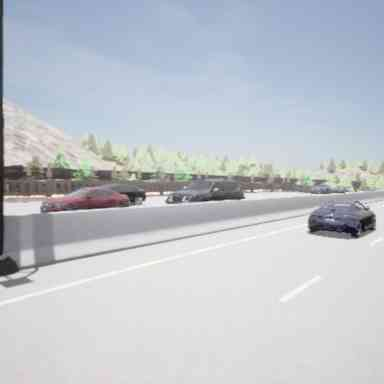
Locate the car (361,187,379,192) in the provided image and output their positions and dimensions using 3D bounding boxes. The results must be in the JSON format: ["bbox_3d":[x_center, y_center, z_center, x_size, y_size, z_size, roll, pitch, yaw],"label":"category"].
[{"bbox_3d":[26.983,-0.001,50.274,2.128,1.511,4.902,4,2,40],"label":"car"}]

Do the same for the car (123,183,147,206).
[{"bbox_3d":[-5.300,0.186,22.427,1.882,1.535,5.008,4,4,40],"label":"car"}]

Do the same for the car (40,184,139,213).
[{"bbox_3d":[-5.258,0.502,16.983,1.812,1.442,4.674,4,4,39],"label":"car"}]

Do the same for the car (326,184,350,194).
[{"bbox_3d":[22.450,-0.148,50.285,1.994,1.385,4.181,4,2,40],"label":"car"}]

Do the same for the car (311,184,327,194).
[{"bbox_3d":[21.103,-0.542,54.115,2.097,1.767,4.553,4,2,40],"label":"car"}]

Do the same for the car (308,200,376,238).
[{"bbox_3d":[6.717,1.040,14.667,1.994,1.385,4.181,4,4,39],"label":"car"}]

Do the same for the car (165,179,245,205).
[{"bbox_3d":[0.944,0.300,18.982,2.150,2.045,5.566,4,4,40],"label":"car"}]
